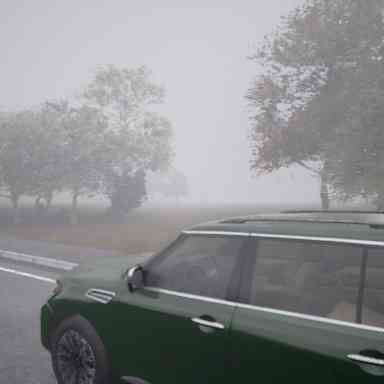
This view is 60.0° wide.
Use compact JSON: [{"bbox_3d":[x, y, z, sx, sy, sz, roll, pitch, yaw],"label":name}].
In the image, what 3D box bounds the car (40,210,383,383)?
[{"bbox_3d":[0.806,1.216,3.356,5.566,2.045,2.150,0,0,35],"label":"car"}]
